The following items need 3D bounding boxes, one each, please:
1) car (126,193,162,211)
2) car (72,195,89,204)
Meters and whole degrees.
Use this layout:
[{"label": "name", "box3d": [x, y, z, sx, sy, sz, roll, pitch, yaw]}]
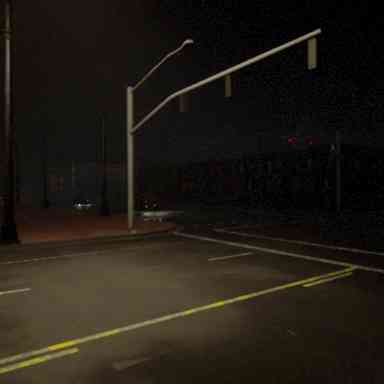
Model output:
[{"label": "car", "box3d": [-5.686, 1.089, 38.706, 2.150, 2.045, 5.566, -1, 0, -36]}, {"label": "car", "box3d": [-19.400, 1.376, 57.956, 1.837, 1.490, 4.892, -1, 0, -35]}]
